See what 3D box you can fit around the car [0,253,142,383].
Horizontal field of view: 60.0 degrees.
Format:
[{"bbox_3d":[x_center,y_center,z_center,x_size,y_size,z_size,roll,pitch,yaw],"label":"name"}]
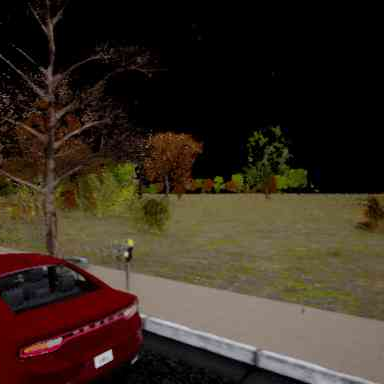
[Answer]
[{"bbox_3d":[-2.710,1.552,4.662,4.507,1.381,1.887,0,1,36],"label":"car"}]
